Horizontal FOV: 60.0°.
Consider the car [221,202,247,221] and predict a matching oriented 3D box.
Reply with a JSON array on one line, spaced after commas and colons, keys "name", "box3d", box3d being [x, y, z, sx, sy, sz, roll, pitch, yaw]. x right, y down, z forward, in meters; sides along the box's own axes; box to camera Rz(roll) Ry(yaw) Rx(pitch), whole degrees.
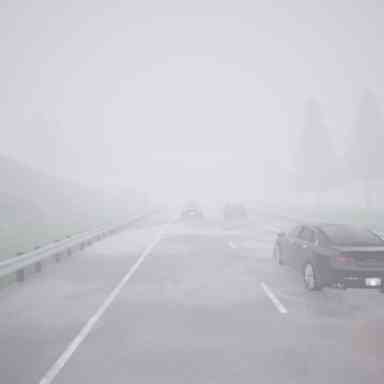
[{"name": "car", "box3d": [3.609, 1.639, 29.098, 2.128, 1.511, 4.902, 0, 0, 0]}]

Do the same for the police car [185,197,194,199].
[{"name": "police car", "box3d": [-0.558, 1.733, 60.685, 1.930, 1.638, 5.238, 0, 0, -2]}]

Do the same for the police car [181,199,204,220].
[{"name": "police car", "box3d": [0.043, 1.658, 30.279, 2.038, 1.542, 4.974, 0, 0, 1]}]

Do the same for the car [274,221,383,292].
[{"name": "car", "box3d": [3.604, 1.551, 9.039, 1.837, 1.490, 4.892, 0, 0, 0]}]
